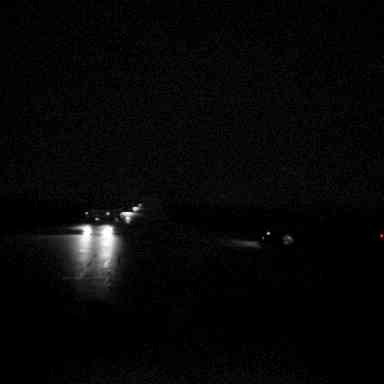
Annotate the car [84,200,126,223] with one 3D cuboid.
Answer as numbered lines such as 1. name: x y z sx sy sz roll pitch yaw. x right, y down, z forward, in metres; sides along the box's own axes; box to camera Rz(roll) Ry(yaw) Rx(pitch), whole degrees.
1. car: -6.506 1.548 24.876 1.895 1.301 4.718 1 0 -1

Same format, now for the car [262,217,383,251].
1. car: 6.129 1.900 15.795 5.357 1.411 2.033 2 -1 6

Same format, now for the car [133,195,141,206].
1. car: -9.095 1.446 49.580 1.882 1.535 5.008 1 0 -7

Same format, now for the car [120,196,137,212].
1. car: -7.751 1.522 38.119 1.994 1.385 4.181 1 0 -7
